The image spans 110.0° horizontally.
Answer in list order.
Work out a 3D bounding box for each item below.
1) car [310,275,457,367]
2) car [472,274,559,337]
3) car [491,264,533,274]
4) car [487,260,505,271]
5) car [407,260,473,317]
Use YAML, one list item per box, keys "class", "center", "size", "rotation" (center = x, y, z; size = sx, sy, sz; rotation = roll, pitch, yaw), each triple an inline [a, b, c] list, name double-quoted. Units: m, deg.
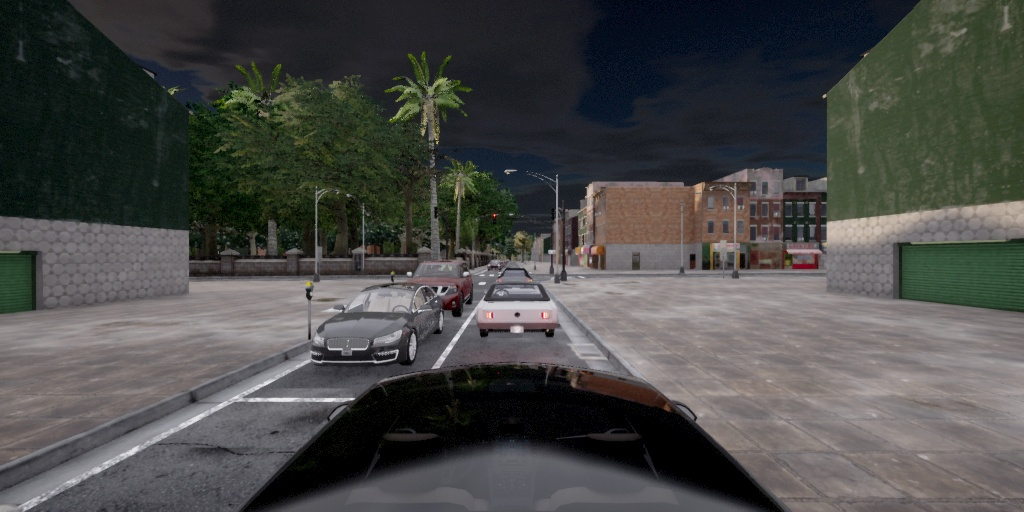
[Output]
- class: "car"
  center: [-2.619, 1.301, 7.883]
  size: [2.007, 1.370, 4.403]
  rotation: [0, 0, 0]
- class: "car"
  center: [0.126, 1.352, 10.224]
  size: [1.895, 1.301, 4.718]
  rotation: [0, 0, 0]
- class: "car"
  center: [0.163, 1.324, 19.396]
  size: [1.994, 1.385, 4.181]
  rotation: [0, 0, 2]
- class: "car"
  center: [-2.480, 1.292, 51.493]
  size: [1.967, 1.591, 4.097]
  rotation: [0, 0, 0]
- class: "car"
  center: [-2.602, 1.068, 13.346]
  size: [2.192, 1.841, 5.009]
  rotation: [0, 0, 0]
